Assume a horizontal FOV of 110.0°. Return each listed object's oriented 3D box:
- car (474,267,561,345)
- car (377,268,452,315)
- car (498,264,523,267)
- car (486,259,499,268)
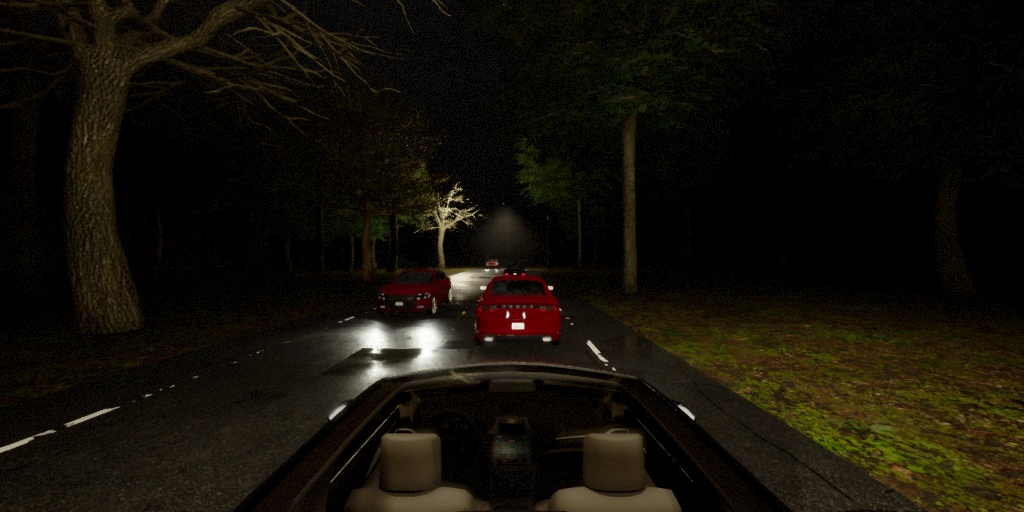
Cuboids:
[{"bbox_3d":[0.129,1.234,9.552,1.882,1.535,5.008,0,0,0],"label":"car"},{"bbox_3d":[-3.553,1.240,13.838,1.882,1.535,5.008,0,0,0],"label":"car"},{"bbox_3d":[0.205,1.351,28.288,2.033,1.411,5.357,0,0,0],"label":"car"},{"bbox_3d":[-3.277,1.321,60.720,2.097,1.767,4.553,0,0,0],"label":"car"}]
